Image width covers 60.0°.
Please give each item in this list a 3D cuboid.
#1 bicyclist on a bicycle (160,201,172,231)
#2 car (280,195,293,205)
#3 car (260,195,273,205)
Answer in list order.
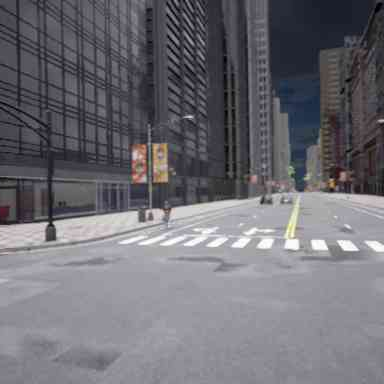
[{"bbox_3d":[-1.573,1.425,19.942,0.659,1.776,1.843,-1,0,18],"label":"bicyclist on a bicycle"},{"bbox_3d":[15.550,1.238,54.620,2.128,1.511,4.902,-1,0,18],"label":"car"},{"bbox_3d":[12.461,1.291,55.631,1.882,1.535,5.008,-1,0,18],"label":"car"}]
